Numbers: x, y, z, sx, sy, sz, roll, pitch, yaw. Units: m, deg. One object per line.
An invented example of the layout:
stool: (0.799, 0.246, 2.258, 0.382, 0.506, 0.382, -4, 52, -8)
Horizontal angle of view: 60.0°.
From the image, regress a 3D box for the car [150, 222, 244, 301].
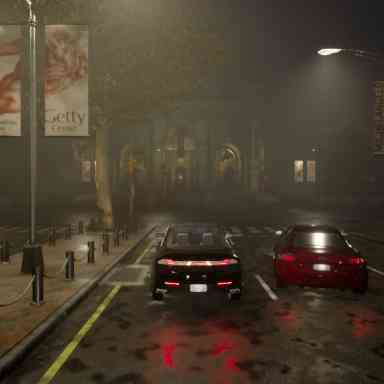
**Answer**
car: (0.077, 1.492, 8.327, 2.128, 1.511, 4.902, 0, 0, -1)

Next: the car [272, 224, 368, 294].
car: (3.248, 1.564, 8.981, 1.994, 1.385, 4.181, 0, 0, 14)
